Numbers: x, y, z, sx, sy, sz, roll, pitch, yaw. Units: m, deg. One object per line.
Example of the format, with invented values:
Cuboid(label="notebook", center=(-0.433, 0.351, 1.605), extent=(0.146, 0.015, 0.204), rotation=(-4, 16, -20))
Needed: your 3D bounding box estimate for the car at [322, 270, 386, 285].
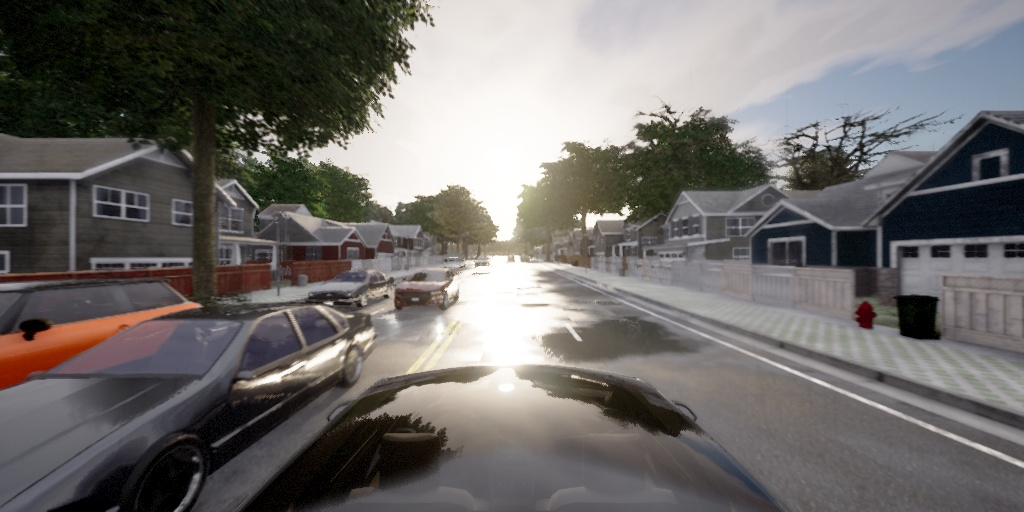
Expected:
Cuboid(label="car", center=(-6.629, 1.310, 15.577), extent=(2.033, 1.411, 5.357), rotation=(0, 0, 0))

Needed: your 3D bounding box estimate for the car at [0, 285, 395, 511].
Cuboid(label="car", center=(-3.350, 1.316, 4.260), extent=(2.033, 1.411, 5.357), rotation=(0, 0, 0))

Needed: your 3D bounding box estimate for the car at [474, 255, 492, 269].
Cuboid(label="car", center=(-3.361, 0.647, 41.952), extent=(1.882, 1.535, 5.008), rotation=(0, 0, 0))

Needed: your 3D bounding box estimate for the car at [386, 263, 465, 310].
Cuboid(label="car", center=(-3.375, 1.235, 15.043), extent=(1.882, 1.535, 5.008), rotation=(0, 0, 0))

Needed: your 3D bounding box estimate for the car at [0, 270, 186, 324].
Cuboid(label="car", center=(-6.600, 1.129, 4.666), extent=(2.097, 1.767, 4.553), rotation=(0, 0, 0))

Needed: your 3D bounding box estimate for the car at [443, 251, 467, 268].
Cuboid(label="car", center=(-6.612, 0.403, 41.910), extent=(2.150, 2.045, 5.566), rotation=(0, 0, 0))
